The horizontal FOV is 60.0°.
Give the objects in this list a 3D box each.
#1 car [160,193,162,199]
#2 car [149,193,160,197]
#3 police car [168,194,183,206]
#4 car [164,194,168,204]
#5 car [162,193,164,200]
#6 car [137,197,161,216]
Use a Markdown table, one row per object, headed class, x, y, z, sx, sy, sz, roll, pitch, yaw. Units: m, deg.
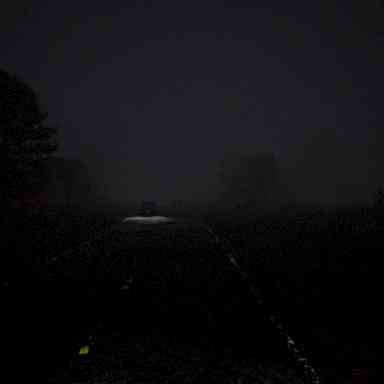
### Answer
| class | x | y | z | sx | sy | sz | roll | pitch | yaw |
| --- | --- | --- | --- | --- | --- | --- | --- | --- | --- |
| car | -8.818 | 1.342 | 92.198 | 2.150 | 2.045 | 5.566 | 0 | 0 | -11 |
| car | -8.862 | 1.438 | 74.603 | 2.097 | 1.767 | 4.553 | 0 | 0 | -9 |
| police car | -2.698 | 1.577 | 58.556 | 1.930 | 1.638 | 5.238 | 0 | 0 | -7 |
| car | -3.990 | 1.532 | 68.381 | 2.097 | 1.767 | 4.553 | 0 | 0 | -8 |
| car | -4.881 | 1.423 | 74.405 | 2.150 | 2.045 | 5.566 | 0 | 0 | -9 |
| car | -4.340 | 1.591 | 33.489 | 1.837 | 1.490 | 4.892 | 0 | 0 | -4 |
